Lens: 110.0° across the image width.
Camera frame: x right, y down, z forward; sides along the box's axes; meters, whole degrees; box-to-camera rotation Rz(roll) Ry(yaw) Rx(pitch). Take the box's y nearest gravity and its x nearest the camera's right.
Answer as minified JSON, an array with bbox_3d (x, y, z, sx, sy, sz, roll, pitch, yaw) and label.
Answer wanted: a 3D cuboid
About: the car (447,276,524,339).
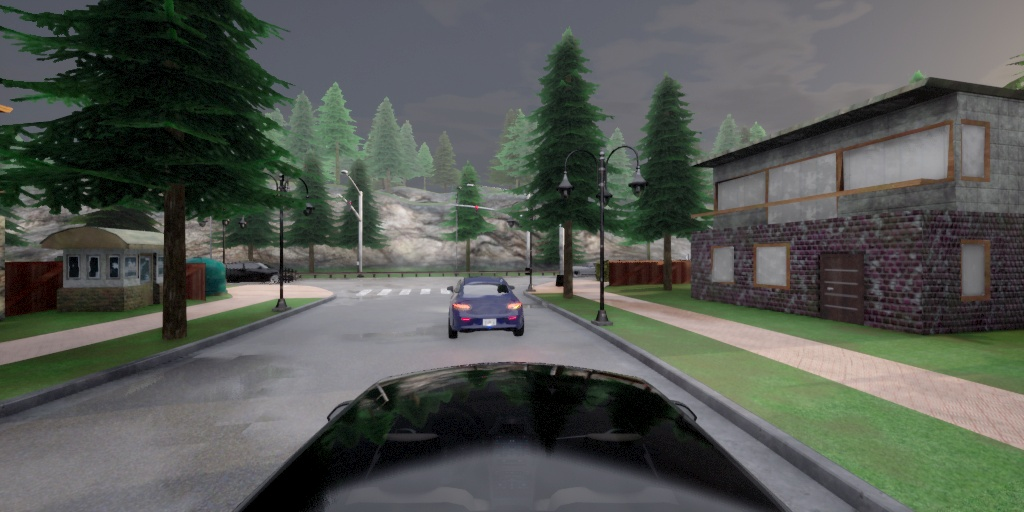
[{"bbox_3d":[-0.834,1.276,10.086,1.812,1.442,4.674,0,0,-9],"label":"car"}]

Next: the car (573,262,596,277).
[{"bbox_3d":[6.873,1.194,32.218,4.718,1.301,1.895,0,0,-12],"label":"car"}]

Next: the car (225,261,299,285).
[{"bbox_3d":[-16.703,1.070,23.273,5.008,1.535,1.882,0,0,-11],"label":"car"}]
